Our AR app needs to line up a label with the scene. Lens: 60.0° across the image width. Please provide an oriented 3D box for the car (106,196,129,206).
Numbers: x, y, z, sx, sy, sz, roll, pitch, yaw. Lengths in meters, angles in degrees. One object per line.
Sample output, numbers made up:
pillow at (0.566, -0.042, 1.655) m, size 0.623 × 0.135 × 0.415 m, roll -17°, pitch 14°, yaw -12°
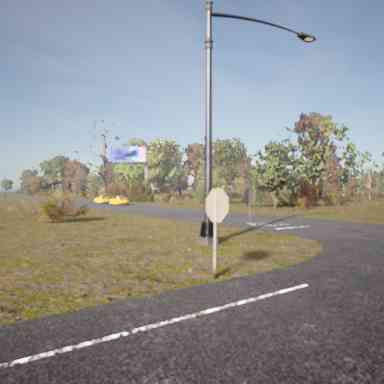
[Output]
car at (-11.902, 1.379, 54.149) m, size 1.882 × 1.535 × 5.008 m, roll 0°, pitch 0°, yaw -33°

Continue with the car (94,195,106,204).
car at (-16.485, 1.364, 60.887) m, size 1.882 × 1.535 × 5.008 m, roll 0°, pitch 0°, yaw -34°
